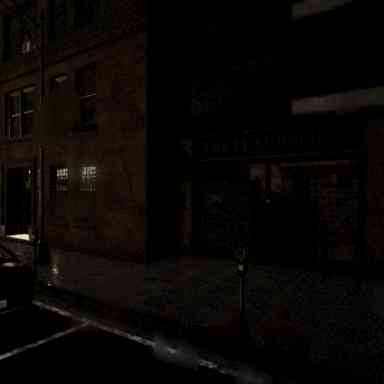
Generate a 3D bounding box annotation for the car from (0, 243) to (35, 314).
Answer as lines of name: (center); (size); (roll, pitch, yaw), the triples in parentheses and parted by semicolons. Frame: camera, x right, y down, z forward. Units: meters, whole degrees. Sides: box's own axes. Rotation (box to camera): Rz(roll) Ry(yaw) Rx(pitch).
car: (-4.816, 1.550, 6.504); (4.403, 1.369, 2.008); (0, 0, 35)
